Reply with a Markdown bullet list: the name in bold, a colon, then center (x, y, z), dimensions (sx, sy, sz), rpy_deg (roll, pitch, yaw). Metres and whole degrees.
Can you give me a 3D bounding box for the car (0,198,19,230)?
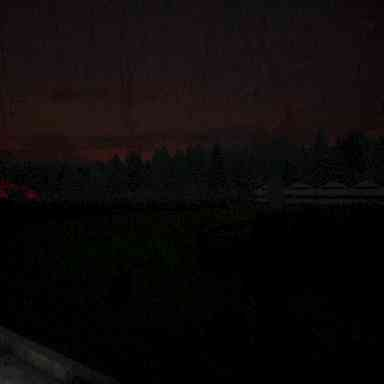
- **car**: center (-12.068, 1.322, 19.136), dimensions (1.905, 1.878, 3.866), rpy_deg (0, 0, 35)
